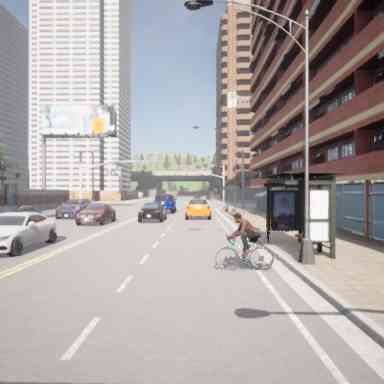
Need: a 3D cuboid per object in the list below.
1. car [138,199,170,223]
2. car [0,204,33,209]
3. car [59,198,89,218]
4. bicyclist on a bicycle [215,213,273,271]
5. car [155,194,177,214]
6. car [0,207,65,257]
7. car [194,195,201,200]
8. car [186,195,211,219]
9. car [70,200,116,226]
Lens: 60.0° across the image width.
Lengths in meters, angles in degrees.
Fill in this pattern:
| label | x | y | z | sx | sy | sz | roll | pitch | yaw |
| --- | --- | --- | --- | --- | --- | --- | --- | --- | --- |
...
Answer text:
| label | x | y | z | sx | sy | sz | roll | pitch | yaw |
| --- | --- | --- | --- | --- | --- | --- | --- | --- | --- |
| car | -3.014 | 1.523 | 25.701 | 1.812 | 1.442 | 4.674 | 0 | 0 | 1 |
| car | -10.316 | 1.489 | 19.086 | 2.128 | 1.511 | 4.902 | 0 | 0 | 1 |
| car | -10.129 | 1.348 | 29.125 | 2.097 | 1.767 | 4.553 | 0 | 0 | 1 |
| bicyclist on a bicycle | 1.460 | 1.423 | 9.380 | 1.656 | 1.620 | 0.582 | -1 | 0 | 1 |
| car | -2.851 | 1.217 | 35.534 | 2.150 | 2.045 | 5.566 | 0 | 0 | 1 |
| car | -6.907 | 1.524 | 13.042 | 1.812 | 1.442 | 4.674 | 0 | 0 | 1 |
| car | 1.437 | 1.513 | 90.928 | 1.812 | 1.442 | 4.674 | 0 | 0 | 1 |
| car | 0.542 | 1.349 | 29.135 | 2.097 | 1.767 | 4.553 | 0 | 0 | 1 |
| car | -6.734 | 1.523 | 23.763 | 1.812 | 1.442 | 4.674 | 0 | 0 | 1 |
